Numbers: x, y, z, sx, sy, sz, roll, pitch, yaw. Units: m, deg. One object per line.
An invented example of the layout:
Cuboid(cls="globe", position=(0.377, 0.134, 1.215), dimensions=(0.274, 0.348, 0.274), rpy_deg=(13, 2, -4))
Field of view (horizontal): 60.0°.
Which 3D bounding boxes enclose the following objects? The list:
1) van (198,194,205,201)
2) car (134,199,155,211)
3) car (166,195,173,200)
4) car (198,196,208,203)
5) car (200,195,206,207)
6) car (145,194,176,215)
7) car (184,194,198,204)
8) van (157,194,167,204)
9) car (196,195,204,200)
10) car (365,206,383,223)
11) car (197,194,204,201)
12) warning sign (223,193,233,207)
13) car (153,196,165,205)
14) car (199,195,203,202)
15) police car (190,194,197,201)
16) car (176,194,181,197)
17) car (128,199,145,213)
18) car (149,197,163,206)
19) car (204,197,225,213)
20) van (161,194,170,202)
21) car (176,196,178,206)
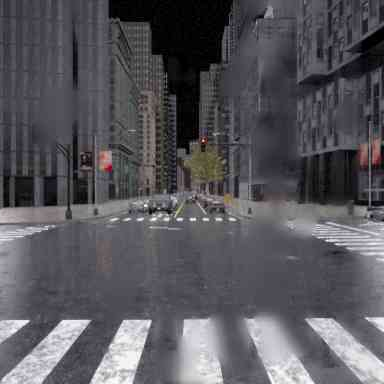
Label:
Cuboid(cls="van", position=(2.356, 1.372, 83.790), dimensions=(1.690, 1.788, 3.998), rpy_deg=(0, 0, 0))
Cuboid(cls="car", position=(-5.895, 1.557, 41.370), dimensions=(2.008, 1.369, 4.403), rpy_deg=(0, 0, 0))
Cuboid(cls="car", position=(-6.233, 1.623, 93.832), dimensions=(1.802, 1.307, 4.206), rpy_deg=(0, 0, 0))
Cuboid(cls="car", position=(2.425, 1.588, 73.213), dimensions=(1.947, 1.339, 4.313), rpy_deg=(0, 0, 0))
Cuboid(cls="car", position=(2.592, 1.553, 47.318), dimensions=(1.887, 1.381, 4.507), rpy_deg=(0, 0, 0))
Cuboid(cls="car", position=(-3.183, 1.226, 34.690), dimensions=(2.150, 2.045, 5.566), rpy_deg=(0, 0, 0))
Cuboid(cls="car", position=(-0.287, 1.543, 65.595), dimensions=(1.812, 1.442, 4.674), rpy_deg=(0, 0, 0))
Cuboid(cls="van", position=(-6.059, 1.359, 66.767), dimensions=(1.690, 1.788, 3.998), rpy_deg=(0, 0, 0))
Cuboid(cls="car", position=(2.289, 1.592, 94.367), dimensions=(2.008, 1.369, 4.403), rpy_deg=(0, 0, 0))
Cuboid(cls="car", position=(13.588, 1.215, 20.992), dimensions=(4.902, 1.511, 2.128), rpy_deg=(-1, 0, 0))
Cuboid(cls="car", position=(2.493, 1.566, 62.634), dimensions=(2.008, 1.369, 4.403), rpy_deg=(0, 0, 0))
Cuboid(cls="warning sign", position=(4.912, 1.122, 45.519), dimensions=(1.300, 1.860, 1.060), rpy_deg=(0, 0, 0))
Cuboid(cls="car", position=(-6.023, 1.540, 61.184), dimensions=(1.752, 1.417, 4.829), rpy_deg=(0, 0, 0))
Cuboid(cls="car", position=(2.557, 1.561, 52.762), dimensions=(2.008, 1.369, 4.403), rpy_deg=(0, 0, 0))
Cuboid(cls="police car", position=(0.452, 1.462, 90.604), dimensions=(1.930, 1.638, 5.238), rpy_deg=(0, 0, 0))
Cuboid(cls="car", position=(-3.301, 1.537, 54.683), dimensions=(1.812, 1.442, 4.674), rpy_deg=(0, 0, 0))
Cuboid(cls="car", position=(-5.863, 1.555, 36.377), dimensions=(2.008, 1.369, 4.403), rpy_deg=(0, 0, 0))
Cuboid(cls="car", position=(-5.989, 1.578, 55.941), dimensions=(1.947, 1.339, 4.313), rpy_deg=(0, 0, 0))
Cuboid(cls="car", position=(2.662, 1.555, 36.429), dimensions=(2.008, 1.369, 4.403), rpy_deg=(0, 0, 0))
Cuboid(cls="van", position=(-6.129, 1.367, 77.594), dimensions=(1.690, 1.788, 3.998), rpy_deg=(0, 0, 0))
Cuboid(cls="car", position=(-3.247, 1.608, 44.642), dimensions=(1.895, 1.301, 4.718), rpy_deg=(0, 0, 0))
